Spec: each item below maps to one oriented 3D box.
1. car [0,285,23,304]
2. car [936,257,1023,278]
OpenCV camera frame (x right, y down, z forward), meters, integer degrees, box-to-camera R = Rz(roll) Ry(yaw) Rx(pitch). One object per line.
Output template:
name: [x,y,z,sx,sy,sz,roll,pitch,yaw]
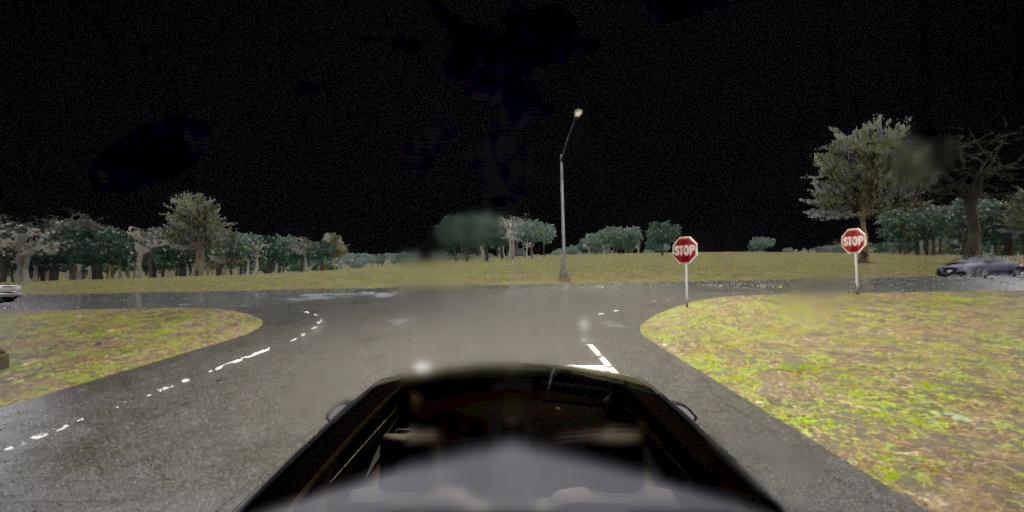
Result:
car: [-25.611,1.628,16.284,4.718,1.301,1.895,-1,-2,0]
car: [31.017,0.764,23.838,4.181,1.385,1.994,-1,-2,-1]
